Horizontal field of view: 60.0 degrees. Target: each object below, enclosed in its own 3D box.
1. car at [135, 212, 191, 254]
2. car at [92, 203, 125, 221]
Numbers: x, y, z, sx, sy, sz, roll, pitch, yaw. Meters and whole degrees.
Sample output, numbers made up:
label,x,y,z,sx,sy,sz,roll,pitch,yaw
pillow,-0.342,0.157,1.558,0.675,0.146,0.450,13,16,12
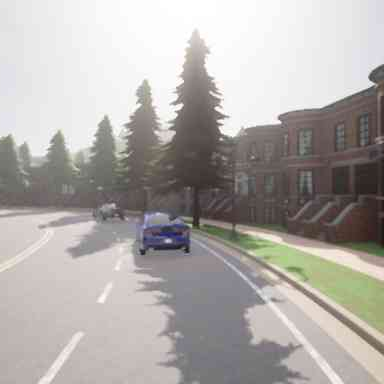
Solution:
label,x,y,z,sx,sy,sz,roll,pitch,yaw
car,-1.351,1.568,14.108,1.882,1.535,5.008,0,0,-12
car,-7.306,1.711,29.064,1.812,1.442,4.674,0,0,-31
